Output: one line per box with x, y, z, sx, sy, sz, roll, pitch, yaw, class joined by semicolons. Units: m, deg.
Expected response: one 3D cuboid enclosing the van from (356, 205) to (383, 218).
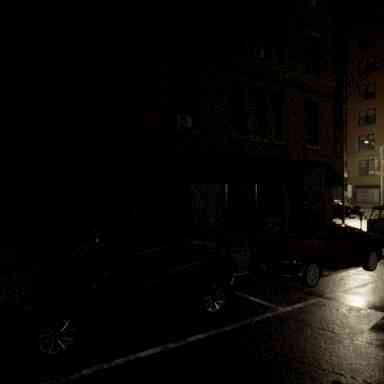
8.145;1.338;12.500;3.998;1.788;1.690;0;0;-35;van

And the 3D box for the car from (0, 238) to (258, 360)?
-1.099;1.566;5.967;4.313;1.339;1.947;0;0;-35;car

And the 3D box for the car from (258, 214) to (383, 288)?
3.522;1.544;9.234;4.507;1.381;1.887;0;0;-35;car

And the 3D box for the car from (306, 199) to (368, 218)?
13.495;1.487;31.184;2.128;1.511;4.902;0;0;-36;car

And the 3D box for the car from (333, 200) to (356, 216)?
11.654;1.584;28.186;1.895;1.301;4.718;0;0;-36;car

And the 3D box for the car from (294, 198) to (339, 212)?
15.060;1.530;40.424;1.837;1.490;4.892;0;0;-36;car
